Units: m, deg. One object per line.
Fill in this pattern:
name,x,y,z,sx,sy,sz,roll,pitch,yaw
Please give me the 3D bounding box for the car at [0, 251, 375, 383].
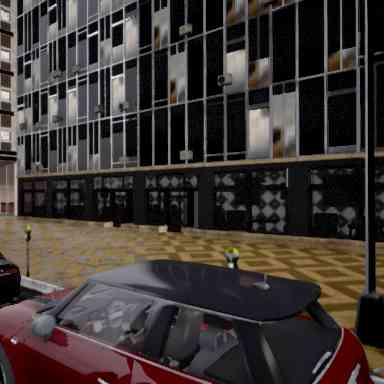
car,-0.487,1.439,3.387,4.097,1.590,1.967,0,0,36
